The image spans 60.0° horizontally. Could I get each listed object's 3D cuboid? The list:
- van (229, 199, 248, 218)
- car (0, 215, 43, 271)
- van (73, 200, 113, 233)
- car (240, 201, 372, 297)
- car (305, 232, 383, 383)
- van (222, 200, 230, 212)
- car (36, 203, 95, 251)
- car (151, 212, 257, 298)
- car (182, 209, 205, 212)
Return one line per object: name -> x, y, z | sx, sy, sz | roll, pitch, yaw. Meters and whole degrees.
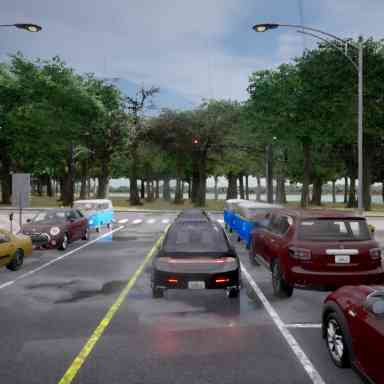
van -> 2.758, 1.342, 13.926 | 1.690, 1.788, 3.998 | 0, 0, 0
car -> -5.766, 1.526, 8.317 | 1.752, 1.417, 4.829 | 0, 0, 0
van -> -5.769, 1.343, 19.362 | 1.690, 1.788, 3.998 | 0, 0, 0
car -> 2.759, 1.315, 8.488 | 2.192, 1.841, 5.009 | 0, 0, 0
car -> 2.760, 1.440, 3.051 | 1.967, 1.590, 4.097 | 0, 0, 0
van -> 2.757, 1.343, 19.363 | 1.690, 1.788, 3.998 | 0, 0, 0
car -> -5.767, 1.441, 13.924 | 1.967, 1.590, 4.097 | 0, 0, 0
car -> 0.088, 1.492, 8.520 | 2.128, 1.511, 4.902 | 0, 0, 0
car -> 0.053, 1.566, 17.438 | 1.994, 1.385, 4.181 | 0, 0, 1
